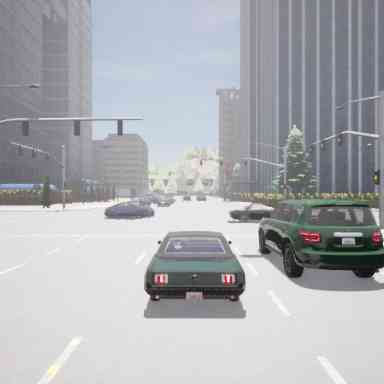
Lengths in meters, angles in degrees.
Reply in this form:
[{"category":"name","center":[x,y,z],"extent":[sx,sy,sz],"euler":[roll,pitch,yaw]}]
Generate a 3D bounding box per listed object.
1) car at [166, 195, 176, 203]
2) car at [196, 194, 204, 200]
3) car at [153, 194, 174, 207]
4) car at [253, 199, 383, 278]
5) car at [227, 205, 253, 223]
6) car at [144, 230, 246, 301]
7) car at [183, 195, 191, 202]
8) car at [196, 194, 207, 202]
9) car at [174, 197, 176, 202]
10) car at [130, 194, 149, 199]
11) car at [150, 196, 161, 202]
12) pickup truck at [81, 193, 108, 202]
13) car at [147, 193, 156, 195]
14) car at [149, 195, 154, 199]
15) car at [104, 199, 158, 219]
[{"category":"car","center":[-4.616,1.473,72.771],"extent":[1.882,1.535,5.008],"euler":[0,0,-1]},{"category":"car","center":[2.138,1.380,89.002],"extent":[1.882,1.535,5.008],"euler":[0,0,-1]},{"category":"car","center":[-4.393,1.488,52.207],"extent":[2.128,1.511,4.902],"euler":[0,0,-1]},{"category":"car","center":[3.575,1.221,10.288],"extent":[2.150,2.045,5.566],"euler":[0,0,0]},{"category":"car","center":[5.085,1.599,24.788],"extent":[4.718,1.301,1.895],"euler":[0,0,0]},{"category":"car","center":[0.065,1.600,8.255],"extent":[1.895,1.301,4.718],"euler":[0,0,0]},{"category":"car","center":[-1.201,1.494,78.449],"extent":[1.837,1.490,4.892],"euler":[0,0,-1]},{"category":"car","center":[2.295,1.342,78.721],"extent":[2.097,1.767,4.553],"euler":[0,0,-1]},{"category":"car","center":[-4.518,1.487,62.462],"extent":[2.128,1.511,4.902],"euler":[0,0,0]},{"category":"car","center":[-7.869,1.488,46.544],"extent":[2.128,1.511,4.902],"euler":[0,0,1]},{"category":"car","center":[-8.149,1.547,74.920],"extent":[1.994,1.385,4.181],"euler":[0,0,-1]},{"category":"pickup truck","center":[-21.247,1.053,73.288],"extent":[2.390,2.098,6.274],"euler":[0,0,30]},{"category":"car","center":[-8.036,1.217,64.937],"extent":[2.150,2.045,5.566],"euler":[0,0,0]},{"category":"car","center":[-7.938,1.560,55.455],"extent":[1.994,1.385,4.181],"euler":[0,0,-1]},{"category":"car","center":[-5.279,1.562,28.197],"extent":[4.181,1.385,1.994],"euler":[0,0,-1]}]
